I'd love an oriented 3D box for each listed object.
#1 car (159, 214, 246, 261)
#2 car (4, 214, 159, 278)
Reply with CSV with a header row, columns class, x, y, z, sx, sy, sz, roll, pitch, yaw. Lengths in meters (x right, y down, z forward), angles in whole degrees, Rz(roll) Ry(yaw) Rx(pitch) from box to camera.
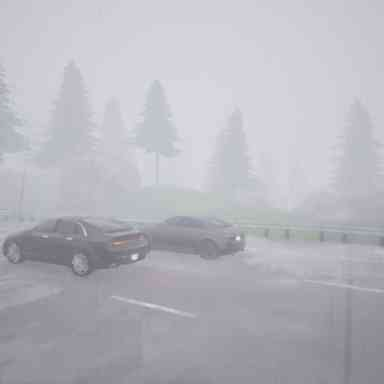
class,x,y,z,sx,sy,sz,roll,pitch,yaw
car,-0.208,1.489,11.975,4.181,1.385,1.994,0,0,31
car,-3.593,1.442,9.959,4.892,1.490,1.837,0,0,30
